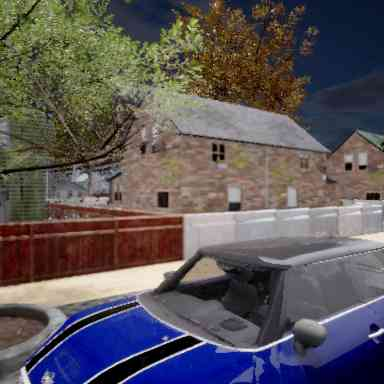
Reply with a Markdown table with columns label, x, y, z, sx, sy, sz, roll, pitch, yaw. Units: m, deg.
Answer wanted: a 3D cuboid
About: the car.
| label | x | y | z | sx | sy | sz | roll | pitch | yaw |
| --- | --- | --- | --- | --- | --- | --- | --- | --- | --- |
| car | 0.661 | 1.351 | 3.521 | 4.553 | 1.767 | 2.097 | 0 | 0 | -35 |
